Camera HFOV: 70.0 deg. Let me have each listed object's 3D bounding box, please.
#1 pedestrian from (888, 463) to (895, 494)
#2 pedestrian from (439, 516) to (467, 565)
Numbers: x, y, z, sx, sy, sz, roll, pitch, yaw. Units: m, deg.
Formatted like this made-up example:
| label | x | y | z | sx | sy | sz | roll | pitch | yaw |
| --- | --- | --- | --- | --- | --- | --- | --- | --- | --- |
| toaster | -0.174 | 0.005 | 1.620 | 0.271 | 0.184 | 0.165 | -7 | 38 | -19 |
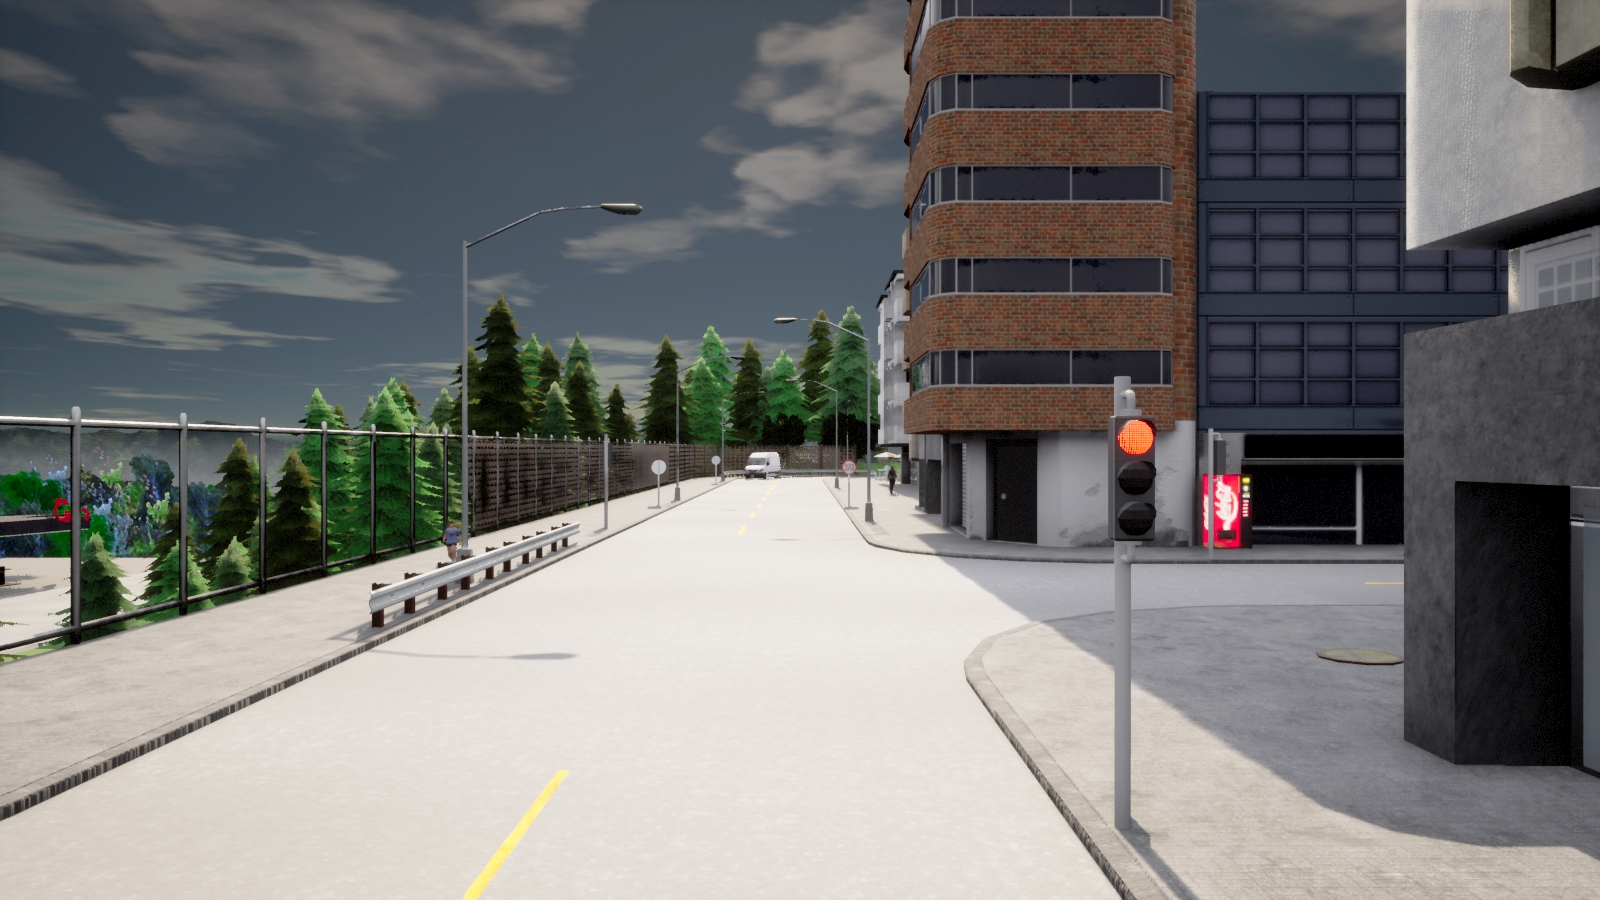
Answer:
| label | x | y | z | sx | sy | sz | roll | pitch | yaw |
| --- | --- | --- | --- | --- | --- | --- | --- | --- | --- |
| pedestrian | 5.491 | 1.717 | 68.434 | 0.375 | 1.860 | 0.375 | 0 | 0 | 3 |
| pedestrian | -8.116 | 2.114 | 26.701 | 0.500 | 1.100 | 0.500 | 0 | 0 | 0 |
